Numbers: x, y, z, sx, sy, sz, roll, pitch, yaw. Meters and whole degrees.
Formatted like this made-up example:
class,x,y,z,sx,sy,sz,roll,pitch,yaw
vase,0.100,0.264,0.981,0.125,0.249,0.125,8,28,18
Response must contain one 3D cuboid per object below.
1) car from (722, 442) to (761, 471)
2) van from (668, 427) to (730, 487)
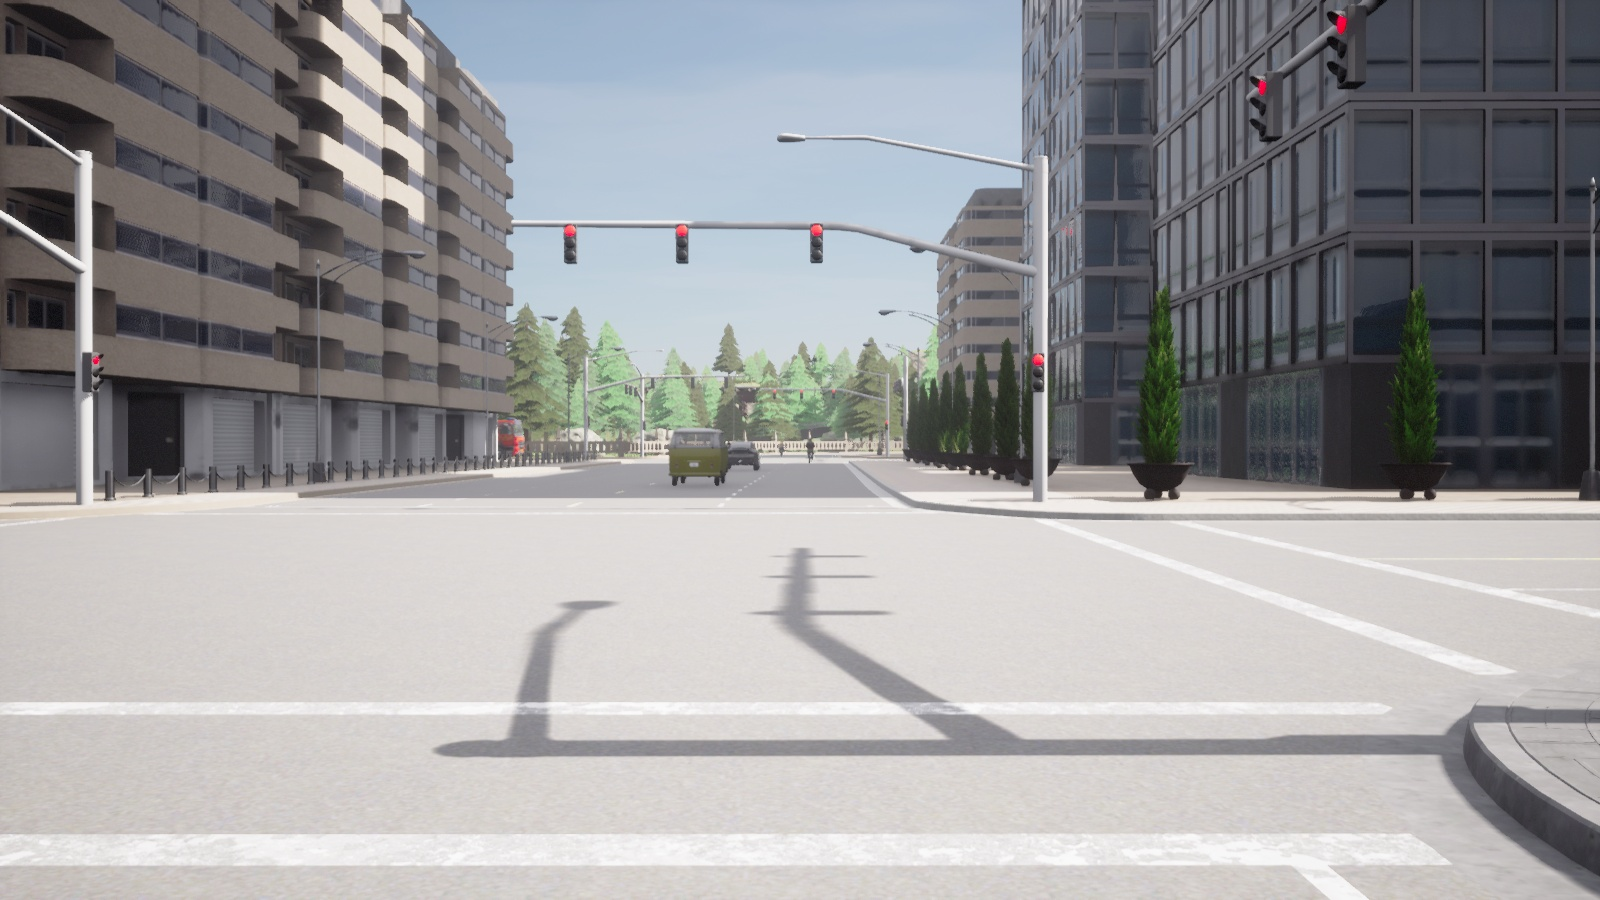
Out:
class,x,y,z,sx,sy,sz,roll,pitch,yaw
car,-3.100,0.330,67.316,1.837,1.490,4.892,0,0,0
van,-3.512,0.221,44.265,1.775,1.987,4.442,0,0,1
